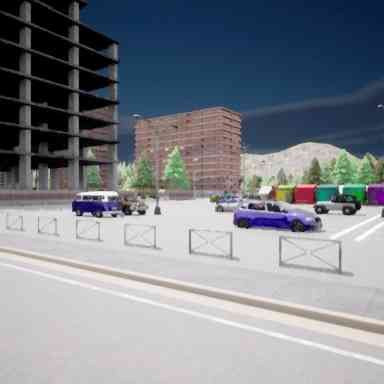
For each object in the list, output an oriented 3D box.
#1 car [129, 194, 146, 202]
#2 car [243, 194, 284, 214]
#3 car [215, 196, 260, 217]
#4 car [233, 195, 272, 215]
[{"bbox_3d":[-14.092,1.257,88.647,1.851,1.617,3.988,0,0,36],"label":"car"},{"bbox_3d":[7.371,1.114,36.825,4.605,1.855,1.932,0,0,36],"label":"car"},{"bbox_3d":[4.156,1.356,32.266,3.806,1.475,1.970,0,0,36],"label":"car"},{"bbox_3d":[5.846,1.324,34.617,3.905,1.438,1.784,0,0,36],"label":"car"}]
